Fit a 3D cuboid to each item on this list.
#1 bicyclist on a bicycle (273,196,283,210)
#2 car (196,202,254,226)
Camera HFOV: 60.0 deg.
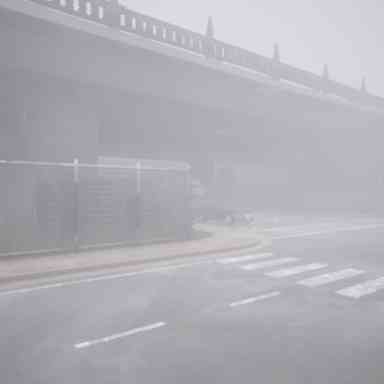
[{"bbox_3d":[9.813,1.257,37.831,1.656,1.620,0.582,0,0,-36],"label":"bicyclist on a bicycle"},{"bbox_3d":[2.235,1.469,23.632,2.128,1.511,4.902,0,0,-36],"label":"car"}]
